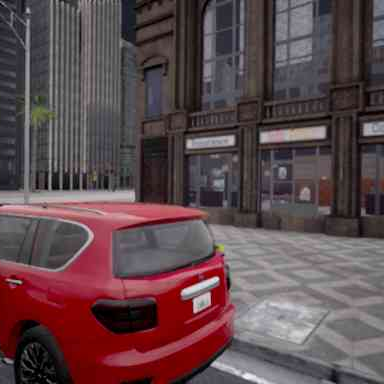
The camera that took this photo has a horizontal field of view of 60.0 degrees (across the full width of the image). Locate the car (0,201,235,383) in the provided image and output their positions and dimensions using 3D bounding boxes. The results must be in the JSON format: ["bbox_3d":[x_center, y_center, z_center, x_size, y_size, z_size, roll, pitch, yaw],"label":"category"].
[{"bbox_3d":[-2.086,1.141,4.866,5.566,2.045,2.150,1,1,35],"label":"car"}]
